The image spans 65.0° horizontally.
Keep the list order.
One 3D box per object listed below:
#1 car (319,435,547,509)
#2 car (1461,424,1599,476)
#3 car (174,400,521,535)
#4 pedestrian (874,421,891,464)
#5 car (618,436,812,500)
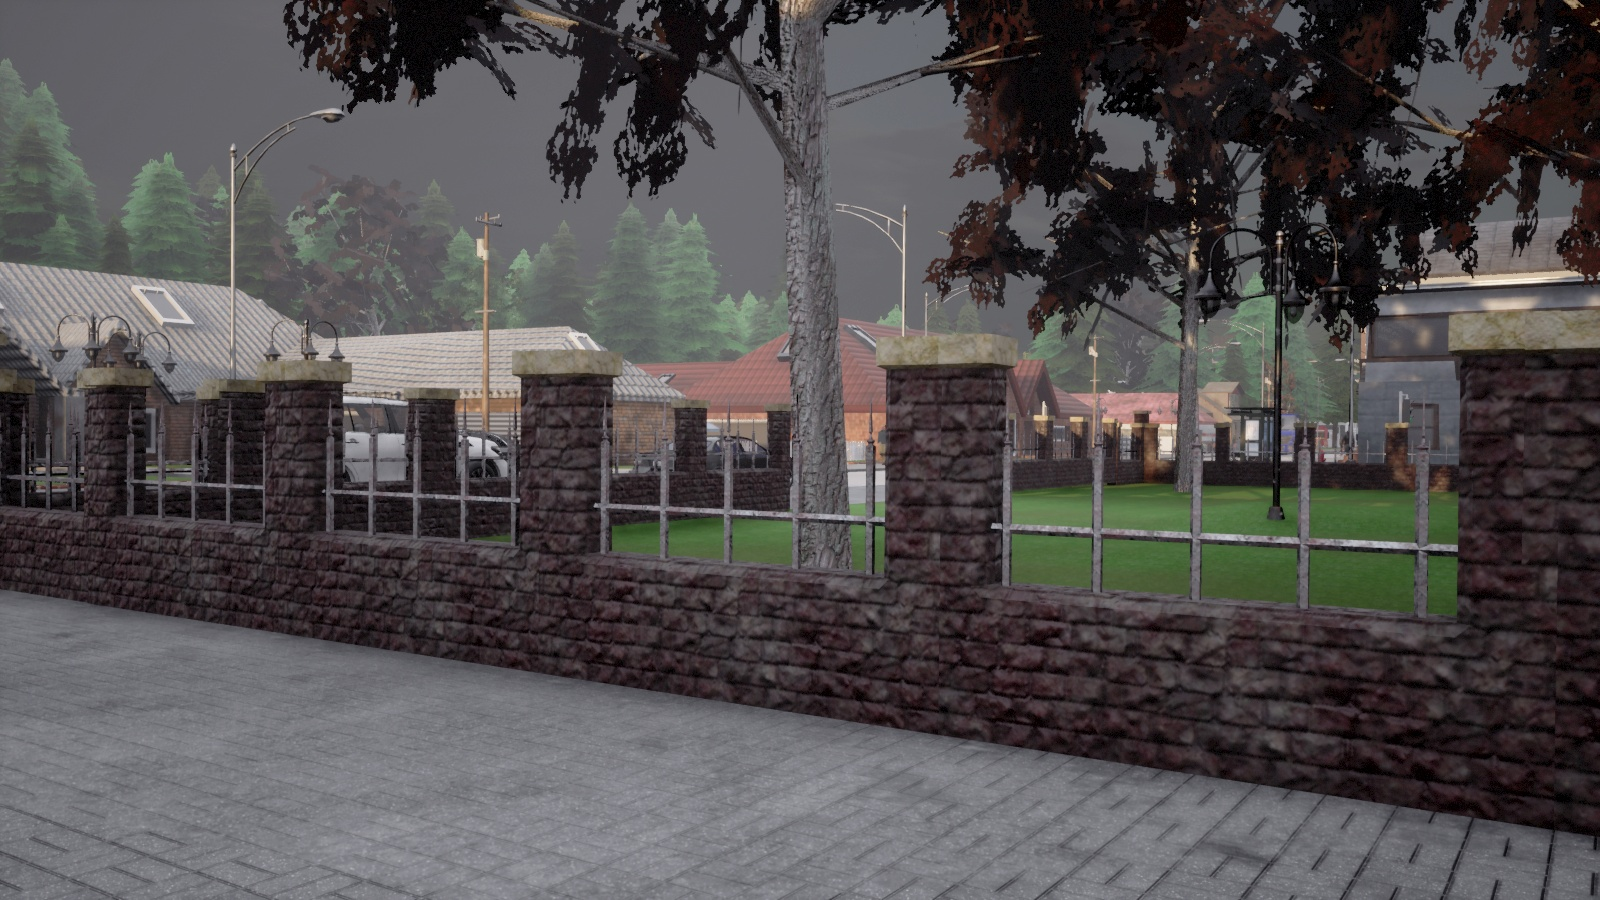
[{"bbox_3d":[-8.109,0.424,28.255,1.837,1.490,4.892,0,1,33],"label":"car"},{"bbox_3d":[23.066,-0.023,38.337,5.008,1.535,1.882,0,1,30],"label":"car"},{"bbox_3d":[-7.683,0.219,22.017,2.150,2.045,5.566,0,1,32],"label":"car"},{"bbox_3d":[3.574,-0.332,54.248,0.402,1.842,0.726,0,1,33],"label":"pedestrian"},{"bbox_3d":[-1.944,0.375,30.879,2.033,1.411,5.357,0,1,31],"label":"car"}]
